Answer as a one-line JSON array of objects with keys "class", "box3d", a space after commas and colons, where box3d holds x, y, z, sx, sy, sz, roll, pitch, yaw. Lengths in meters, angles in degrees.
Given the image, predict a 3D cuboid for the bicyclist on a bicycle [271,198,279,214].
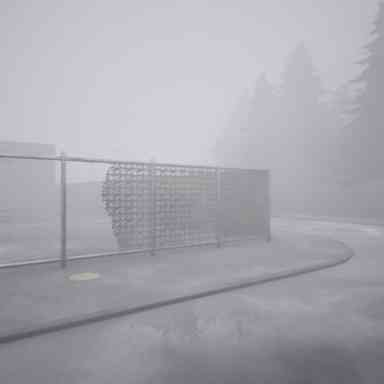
[{"class": "bicyclist on a bicycle", "box3d": [7.954, 1.361, 32.487, 1.656, 1.620, 0.582, 0, 0, -36]}]
